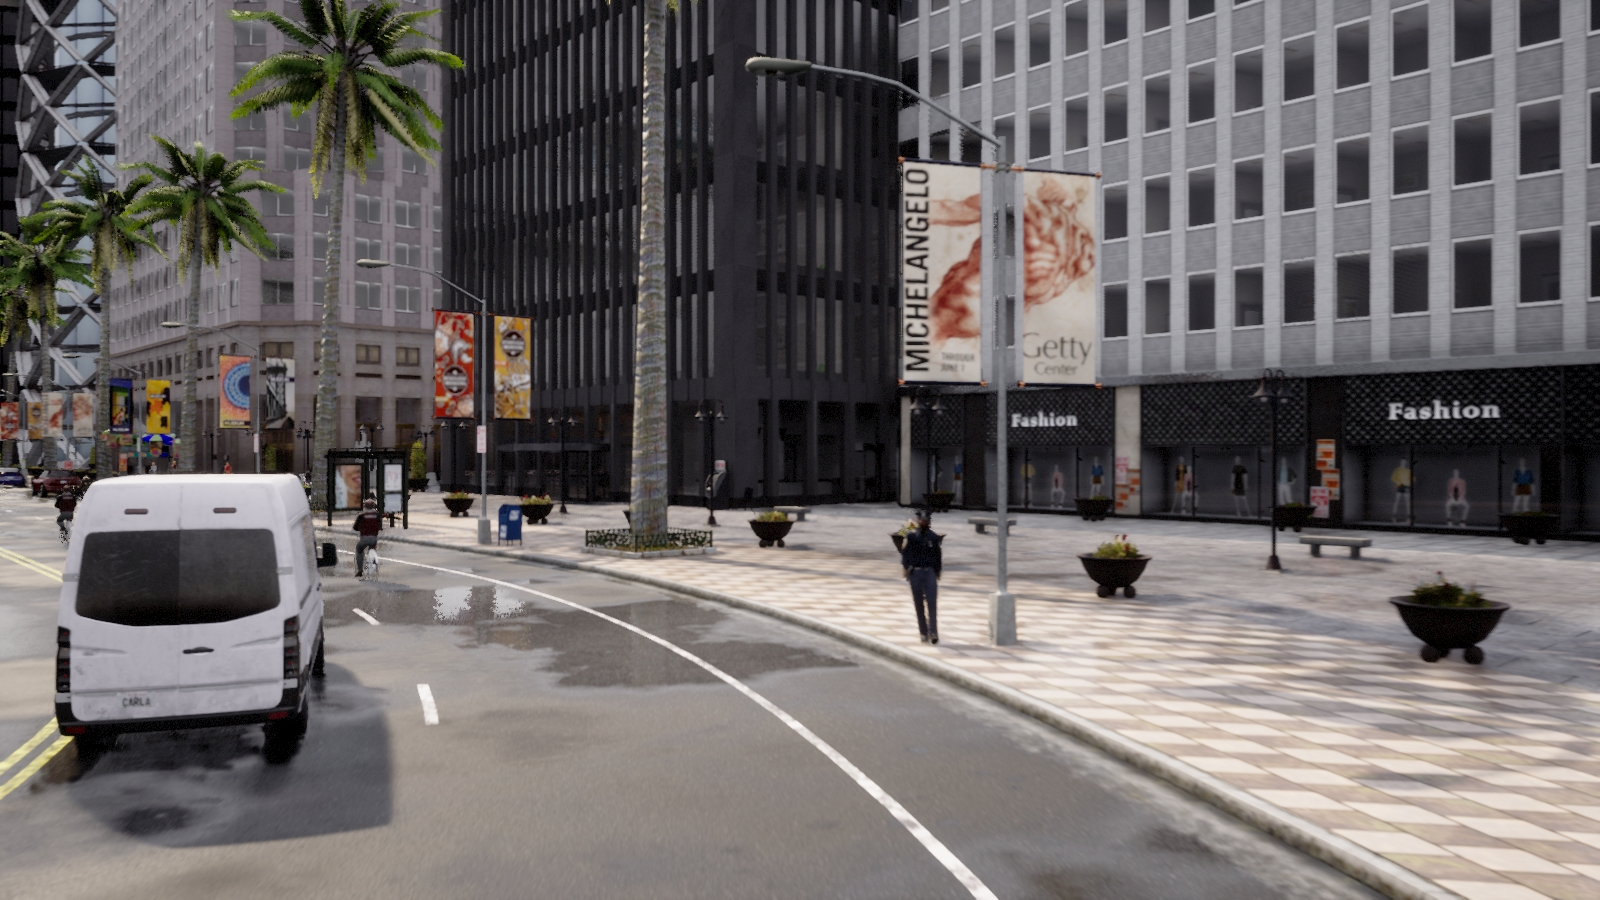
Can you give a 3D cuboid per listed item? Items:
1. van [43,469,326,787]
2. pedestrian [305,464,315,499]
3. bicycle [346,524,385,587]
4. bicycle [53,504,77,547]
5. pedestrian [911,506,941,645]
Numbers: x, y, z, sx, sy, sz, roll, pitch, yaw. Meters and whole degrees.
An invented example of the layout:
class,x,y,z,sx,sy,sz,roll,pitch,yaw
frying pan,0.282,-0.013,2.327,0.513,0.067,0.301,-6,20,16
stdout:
class,x,y,z,sx,sy,sz,roll,pitch,yaw
van,-6.434,1.536,12.663,1.988,2.561,5.915,0,0,-21
pedestrian,-26.436,1.709,61.670,0.375,1.860,0.375,0,0,-43
bicycle,-9.220,2.212,24.205,0.329,1.171,1.835,0,0,-35
bicycle,-21.684,2.216,33.696,0.329,1.171,1.835,0,0,-42
pedestrian,1.709,1.697,15.571,0.375,1.860,0.375,0,0,2
